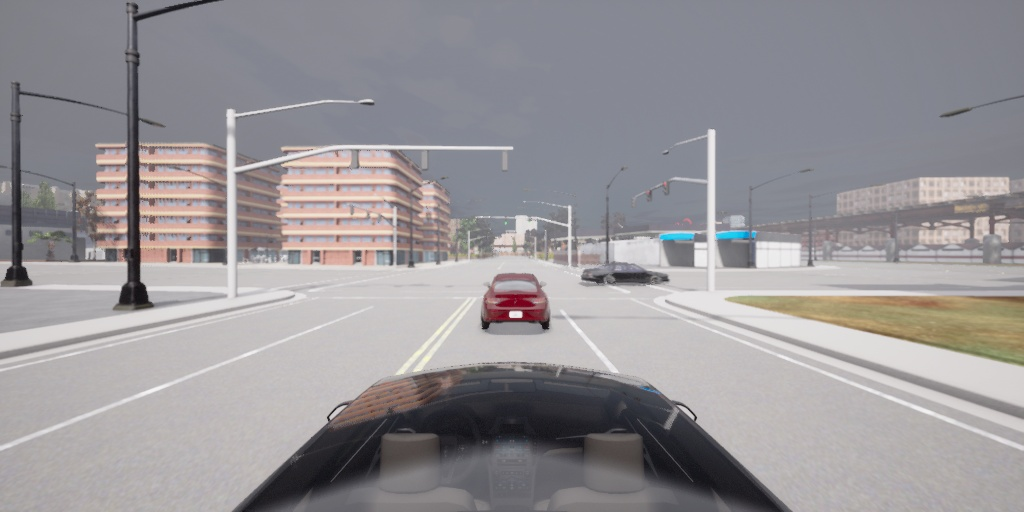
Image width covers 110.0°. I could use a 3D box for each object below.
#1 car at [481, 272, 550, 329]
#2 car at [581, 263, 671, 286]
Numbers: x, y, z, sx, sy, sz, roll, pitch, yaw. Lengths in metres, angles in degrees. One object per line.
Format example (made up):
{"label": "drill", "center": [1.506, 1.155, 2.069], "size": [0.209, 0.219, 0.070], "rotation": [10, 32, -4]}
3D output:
{"label": "car", "center": [0.092, 1.221, 10.888], "size": [1.812, 1.442, 4.674], "rotation": [0, 0, 0]}
{"label": "car", "center": [7.226, 1.168, 23.016], "size": [5.357, 1.411, 2.033], "rotation": [0, 0, -4]}
